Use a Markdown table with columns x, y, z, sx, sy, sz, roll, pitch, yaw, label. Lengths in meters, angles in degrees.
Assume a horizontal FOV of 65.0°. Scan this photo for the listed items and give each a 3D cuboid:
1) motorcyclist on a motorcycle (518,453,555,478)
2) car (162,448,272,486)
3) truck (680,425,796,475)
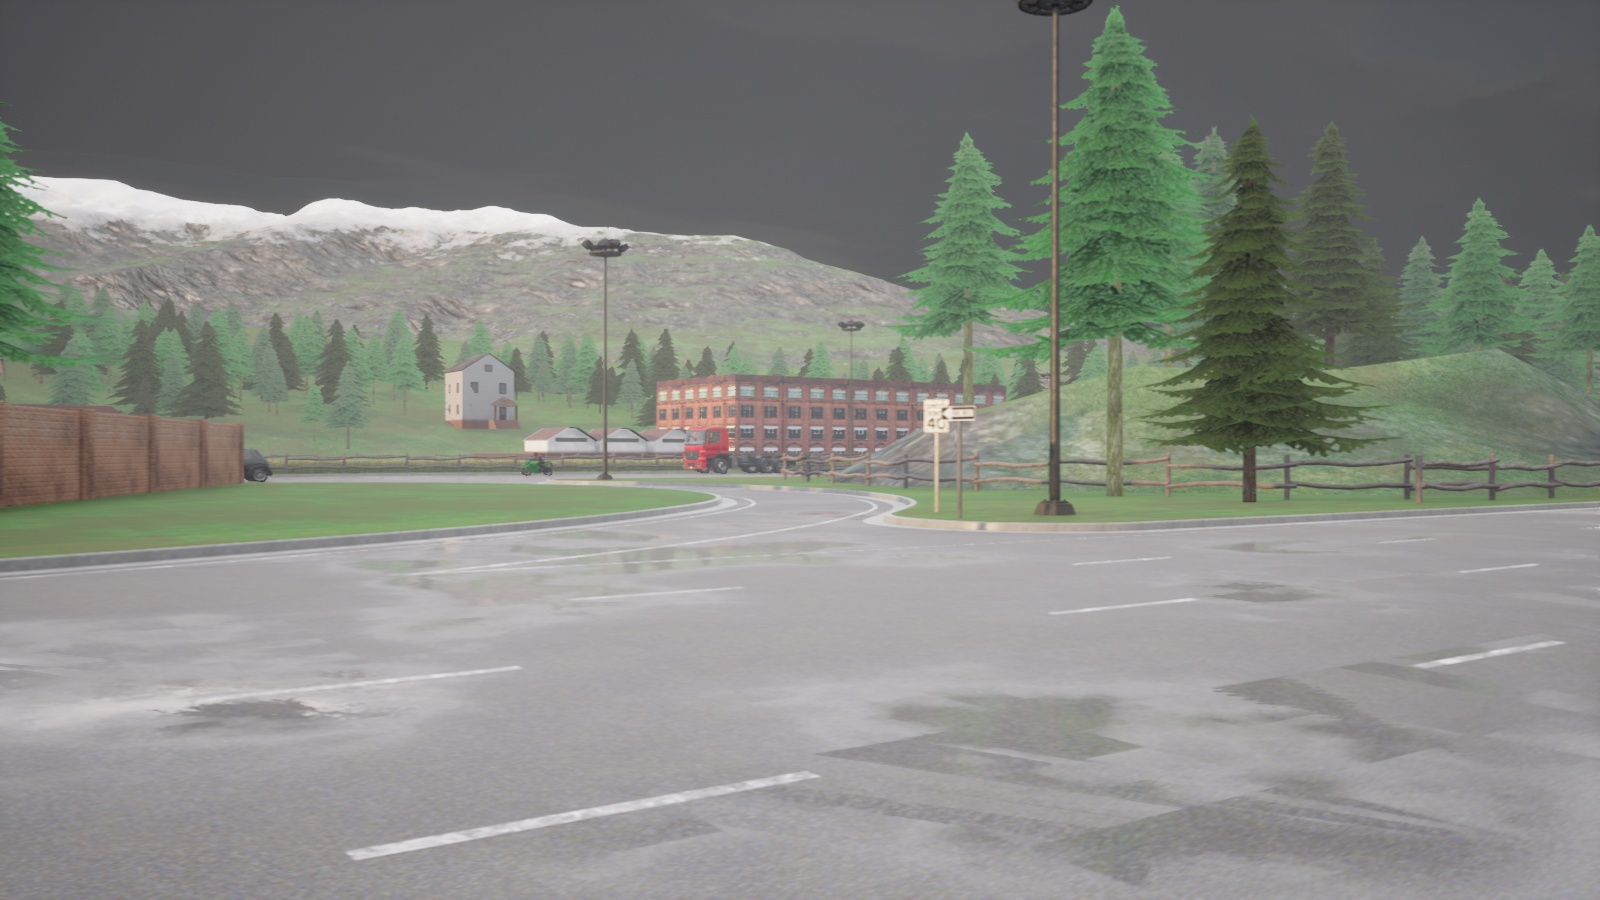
| x | y | z | sx | sy | sz | roll | pitch | yaw | label |
| --- | --- | --- | --- | --- | --- | --- | --- | --- | --- |
| -16.218 | 0.953 | 77.186 | 2.044 | 1.523 | 0.797 | 2 | -1 | -35 | motorcyclist on a motorcycle |
| -28.060 | 0.811 | 60.476 | 4.553 | 1.767 | 2.097 | 0 | 0 | -35 | car |
| -4.362 | -0.008 | 89.652 | 7.936 | 3.462 | 2.891 | 0 | 0 | -35 | truck |
